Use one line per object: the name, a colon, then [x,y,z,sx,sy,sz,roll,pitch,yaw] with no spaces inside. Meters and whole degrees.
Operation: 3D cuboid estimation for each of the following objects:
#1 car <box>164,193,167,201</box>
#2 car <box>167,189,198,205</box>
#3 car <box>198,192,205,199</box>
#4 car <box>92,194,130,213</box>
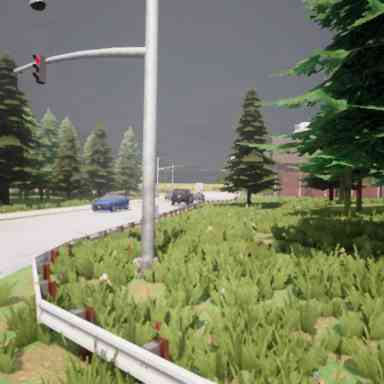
car: [-3.039,0.536,53.555,2.097,1.767,4.553,1,1,9]
car: [-1.112,0.626,42.338,2.150,2.045,5.566,1,1,9]
car: [1.174,0.762,57.437,2.033,1.411,5.357,1,1,9]
car: [-7.083,0.958,29.465,1.882,1.535,5.008,1,1,10]
